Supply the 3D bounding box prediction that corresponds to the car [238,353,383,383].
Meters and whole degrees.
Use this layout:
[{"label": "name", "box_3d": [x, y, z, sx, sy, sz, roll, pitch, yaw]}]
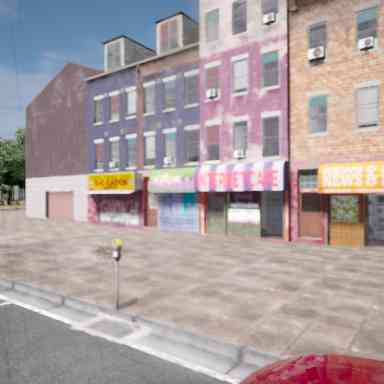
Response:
[{"label": "car", "box_3d": [2.129, 1.537, 1.293, 4.507, 1.381, 1.887, 0, 0, 35]}]
